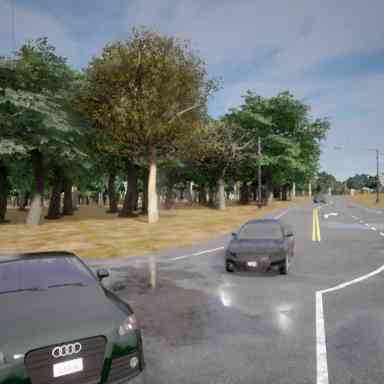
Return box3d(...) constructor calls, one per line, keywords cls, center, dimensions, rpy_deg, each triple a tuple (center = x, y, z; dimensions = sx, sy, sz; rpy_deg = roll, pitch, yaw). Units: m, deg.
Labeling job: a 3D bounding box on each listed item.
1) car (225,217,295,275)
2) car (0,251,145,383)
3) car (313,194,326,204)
box3d(cls="car", center=(2.549, 1.724, 11.764), dimensions=(1.882, 1.535, 5.008), rpy_deg=(-2, 0, 20))
box3d(cls="car", center=(-2.331, 1.644, 5.032), dimensions=(1.994, 1.385, 4.181), rpy_deg=(1, -2, -33))
box3d(cls="car", center=(26.297, 1.403, 68.431), dimensions=(2.150, 2.045, 5.566), rpy_deg=(-1, 0, 27))
